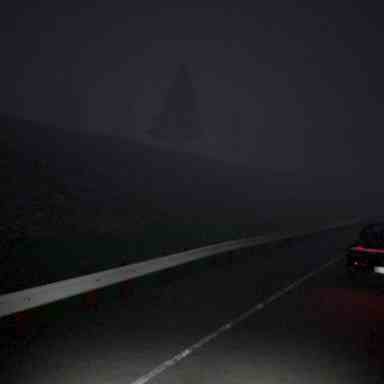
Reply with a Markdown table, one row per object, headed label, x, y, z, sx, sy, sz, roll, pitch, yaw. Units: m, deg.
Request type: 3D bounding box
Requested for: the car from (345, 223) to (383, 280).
| label | x | y | z | sx | sy | sz | roll | pitch | yaw |
| --- | --- | --- | --- | --- | --- | --- | --- | --- | --- |
| car | 5.883 | 1.649 | 9.739 | 2.128 | 1.511 | 4.902 | 0 | -1 | 37 |
